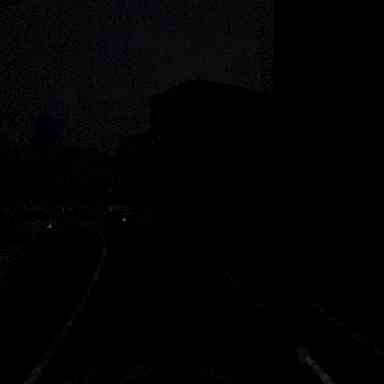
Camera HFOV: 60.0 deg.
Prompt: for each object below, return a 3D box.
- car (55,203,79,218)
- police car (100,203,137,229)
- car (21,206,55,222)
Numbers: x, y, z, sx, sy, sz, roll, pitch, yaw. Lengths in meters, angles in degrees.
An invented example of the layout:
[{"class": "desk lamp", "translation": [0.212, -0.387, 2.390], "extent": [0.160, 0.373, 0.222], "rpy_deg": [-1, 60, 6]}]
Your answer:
[{"class": "car", "translation": [-14.861, 2.027, 38.608], "extent": [2.097, 1.767, 4.553], "rpy_deg": [-3, 0, -39]}, {"class": "police car", "translation": [-5.261, 1.580, 23.332], "extent": [1.930, 1.638, 5.238], "rpy_deg": [-1, 0, -23]}, {"class": "car", "translation": [-16.461, 2.212, 34.903], "extent": [1.882, 1.535, 5.008], "rpy_deg": [-2, -1, -39]}]
